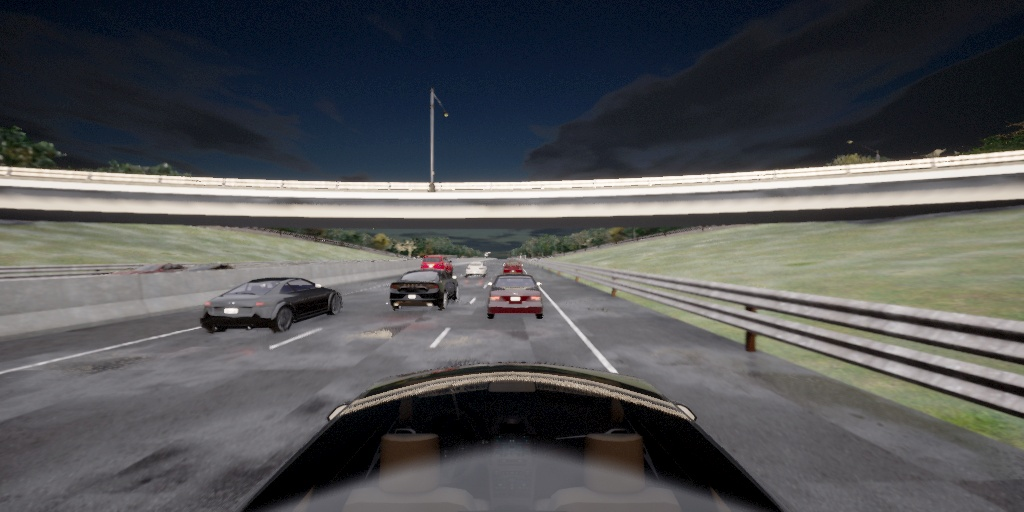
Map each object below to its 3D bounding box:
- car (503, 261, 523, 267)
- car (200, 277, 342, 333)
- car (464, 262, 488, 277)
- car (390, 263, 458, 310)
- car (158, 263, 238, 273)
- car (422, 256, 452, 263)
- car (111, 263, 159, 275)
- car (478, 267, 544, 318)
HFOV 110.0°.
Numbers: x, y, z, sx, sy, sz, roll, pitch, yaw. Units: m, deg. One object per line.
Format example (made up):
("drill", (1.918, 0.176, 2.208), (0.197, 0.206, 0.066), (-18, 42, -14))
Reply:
("car", (0.094, 1.244, 35.321), (1.882, 1.535, 5.008), (0, 0, 0))
("car", (-6.902, 1.317, 10.819), (1.994, 1.385, 4.181), (0, 0, 0))
("car", (-3.406, 1.291, 34.986), (1.812, 1.442, 4.674), (0, 0, 0))
("car", (-3.403, 1.233, 14.686), (1.882, 1.535, 5.008), (0, 0, 0))
("car", (-21.004, 1.322, 24.815), (1.837, 1.490, 4.892), (0, 0, 0))
("car", (-6.906, 0.985, 33.215), (2.150, 2.045, 5.566), (0, 0, 0))
("car", (-24.505, 1.250, 24.797), (1.882, 1.535, 5.008), (0, 0, 0))
("car", (0.097, 1.302, 13.018), (2.033, 1.411, 5.357), (0, 0, 0))
